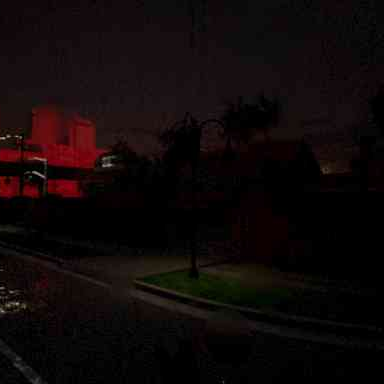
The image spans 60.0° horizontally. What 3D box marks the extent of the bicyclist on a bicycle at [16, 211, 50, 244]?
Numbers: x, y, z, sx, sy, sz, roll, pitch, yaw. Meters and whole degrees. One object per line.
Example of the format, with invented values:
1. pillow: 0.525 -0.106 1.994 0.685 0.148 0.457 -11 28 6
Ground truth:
1. bicyclist on a bicycle: -7.888 1.750 16.568 0.582 1.620 1.656 -1 -2 44
